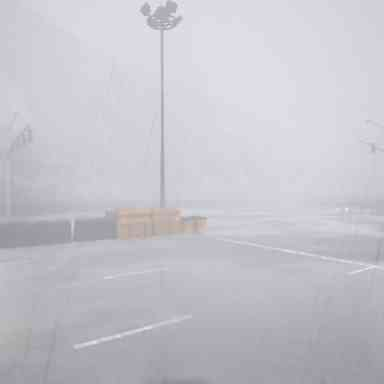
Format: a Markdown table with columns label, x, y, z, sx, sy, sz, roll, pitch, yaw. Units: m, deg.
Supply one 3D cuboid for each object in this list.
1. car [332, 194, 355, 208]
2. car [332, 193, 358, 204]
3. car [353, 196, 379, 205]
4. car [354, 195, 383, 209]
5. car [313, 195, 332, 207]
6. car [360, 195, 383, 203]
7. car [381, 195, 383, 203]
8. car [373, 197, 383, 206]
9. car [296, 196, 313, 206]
| label | x | y | z | sx | sy | sz | roll | pitch | yaw |
| --- | --- | --- | --- | --- | --- | --- | --- | --- | --- |
| car | 21.943 | 1.376 | 45.512 | 5.357 | 1.411 | 2.033 | 0 | 0 | -36 |
| car | 26.267 | 1.136 | 57.164 | 4.553 | 1.767 | 2.097 | 0 | 0 | -35 |
| car | 28.526 | 1.346 | 54.467 | 4.181 | 1.385 | 1.994 | 0 | 0 | -34 |
| car | 22.902 | 1.360 | 41.890 | 4.674 | 1.442 | 1.812 | 0 | 0 | -35 |
| car | 20.395 | 1.178 | 48.698 | 4.553 | 1.767 | 2.097 | 0 | 0 | -35 |
| car | 33.924 | 1.282 | 62.563 | 5.357 | 1.411 | 2.033 | 0 | 0 | -36 |
| car | 36.140 | 1.241 | 59.845 | 4.892 | 1.490 | 1.837 | 0 | 0 | -36 |
| car | 30.042 | 1.386 | 51.277 | 4.718 | 1.301 | 1.895 | 0 | 0 | -35 |
| car | 18.126 | 1.319 | 51.378 | 4.902 | 1.511 | 2.128 | 0 | 0 | -36 |
